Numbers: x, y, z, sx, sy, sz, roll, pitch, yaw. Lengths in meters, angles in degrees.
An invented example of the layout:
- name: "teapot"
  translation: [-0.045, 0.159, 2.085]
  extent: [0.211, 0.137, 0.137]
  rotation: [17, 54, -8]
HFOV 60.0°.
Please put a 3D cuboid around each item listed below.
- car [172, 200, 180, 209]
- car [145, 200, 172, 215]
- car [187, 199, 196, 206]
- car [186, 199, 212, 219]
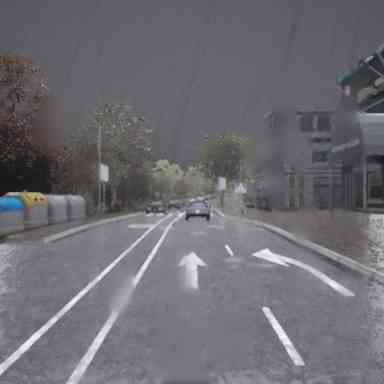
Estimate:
- name: "car"
  translation: [-2.939, 2.077, 54.284]
  extent: [2.033, 1.411, 5.357]
  rotation: [0, -1, 3]
- name: "car"
  translation: [-3.646, 1.671, 35.113]
  extent: [1.994, 1.385, 4.181]
  rotation: [0, -1, 2]
- name: "car"
  translation: [-0.143, 2.811, 90.510]
  extent: [2.002, 1.452, 4.674]
  rotation: [-2, 1, 6]
- name: "car"
  translation: [0.536, 1.522, 27.929]
  extent: [1.994, 1.385, 4.181]
  rotation: [0, -1, 3]
